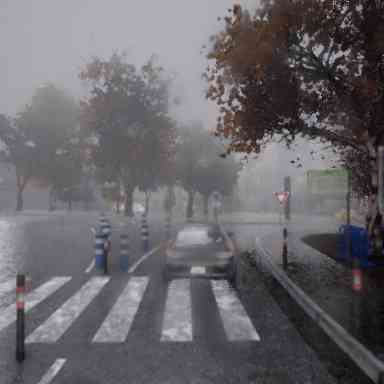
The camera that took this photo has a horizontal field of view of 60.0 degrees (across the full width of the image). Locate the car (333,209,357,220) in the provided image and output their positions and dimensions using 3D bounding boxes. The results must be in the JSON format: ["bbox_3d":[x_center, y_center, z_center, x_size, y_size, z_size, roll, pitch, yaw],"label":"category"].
[{"bbox_3d":[22.336,3.245,48.663,1.882,1.535,5.008,0,-3,4],"label":"car"}]

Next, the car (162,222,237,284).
[{"bbox_3d":[0.266,1.601,9.685,1.812,1.442,4.674,0,-1,3],"label":"car"}]
